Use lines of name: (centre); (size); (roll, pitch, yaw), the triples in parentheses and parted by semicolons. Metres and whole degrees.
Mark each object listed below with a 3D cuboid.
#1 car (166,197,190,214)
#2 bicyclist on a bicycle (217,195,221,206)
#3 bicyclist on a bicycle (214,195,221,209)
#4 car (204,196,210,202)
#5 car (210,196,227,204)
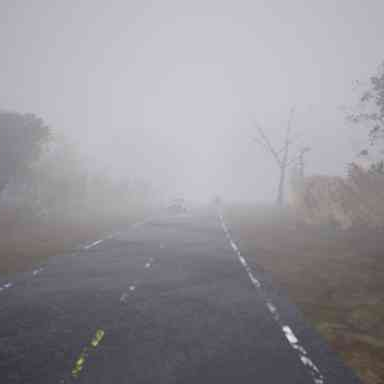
car: (-1.481, 1.365, 35.880); (2.097, 1.767, 4.553); (0, 0, 5)
bicyclist on a bicycle: (4.460, 1.401, 54.444); (0.659, 1.776, 1.843); (0, 0, 7)
bicyclist on a bicycle: (3.305, 1.393, 44.760); (0.659, 1.776, 1.843); (0, 0, 6)
car: (4.003, 1.576, 76.466); (2.033, 1.411, 5.357); (0, 0, 10)
car: (5.129, 1.604, 64.832); (1.994, 1.385, 4.181); (0, 0, 9)
